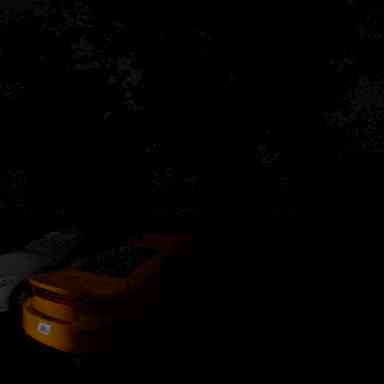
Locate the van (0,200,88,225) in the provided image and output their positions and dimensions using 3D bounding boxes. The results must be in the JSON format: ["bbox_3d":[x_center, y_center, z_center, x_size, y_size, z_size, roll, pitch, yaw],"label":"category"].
[{"bbox_3d":[-4.882,1.258,9.388,1.878,1.987,4.442,0,0,36],"label":"van"}]

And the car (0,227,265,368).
[{"bbox_3d":[-0.341,1.481,5.998,2.097,1.535,5.008,0,0,36],"label":"car"}]

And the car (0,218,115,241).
[{"bbox_3d":[-2.693,1.523,7.686,2.002,1.452,4.674,0,0,36],"label":"car"}]
